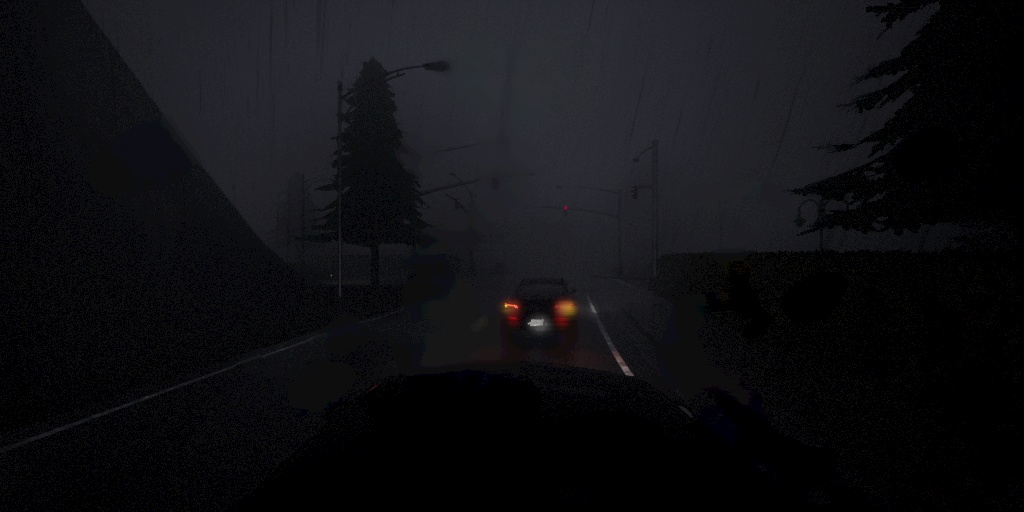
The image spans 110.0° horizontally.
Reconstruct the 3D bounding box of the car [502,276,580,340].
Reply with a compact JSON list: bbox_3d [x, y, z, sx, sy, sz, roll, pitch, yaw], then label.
[{"bbox_3d":[0.904,1.276,9.997,1.812,1.442,4.674,0,0,9],"label":"car"}]

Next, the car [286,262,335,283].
[{"bbox_3d":[-16.286,1.255,27.939,4.892,1.490,1.837,0,0,9],"label":"car"}]

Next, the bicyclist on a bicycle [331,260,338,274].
[{"bbox_3d":[-17.423,1.203,35.244,0.582,1.620,1.656,0,0,8],"label":"bicyclist on a bicycle"}]
